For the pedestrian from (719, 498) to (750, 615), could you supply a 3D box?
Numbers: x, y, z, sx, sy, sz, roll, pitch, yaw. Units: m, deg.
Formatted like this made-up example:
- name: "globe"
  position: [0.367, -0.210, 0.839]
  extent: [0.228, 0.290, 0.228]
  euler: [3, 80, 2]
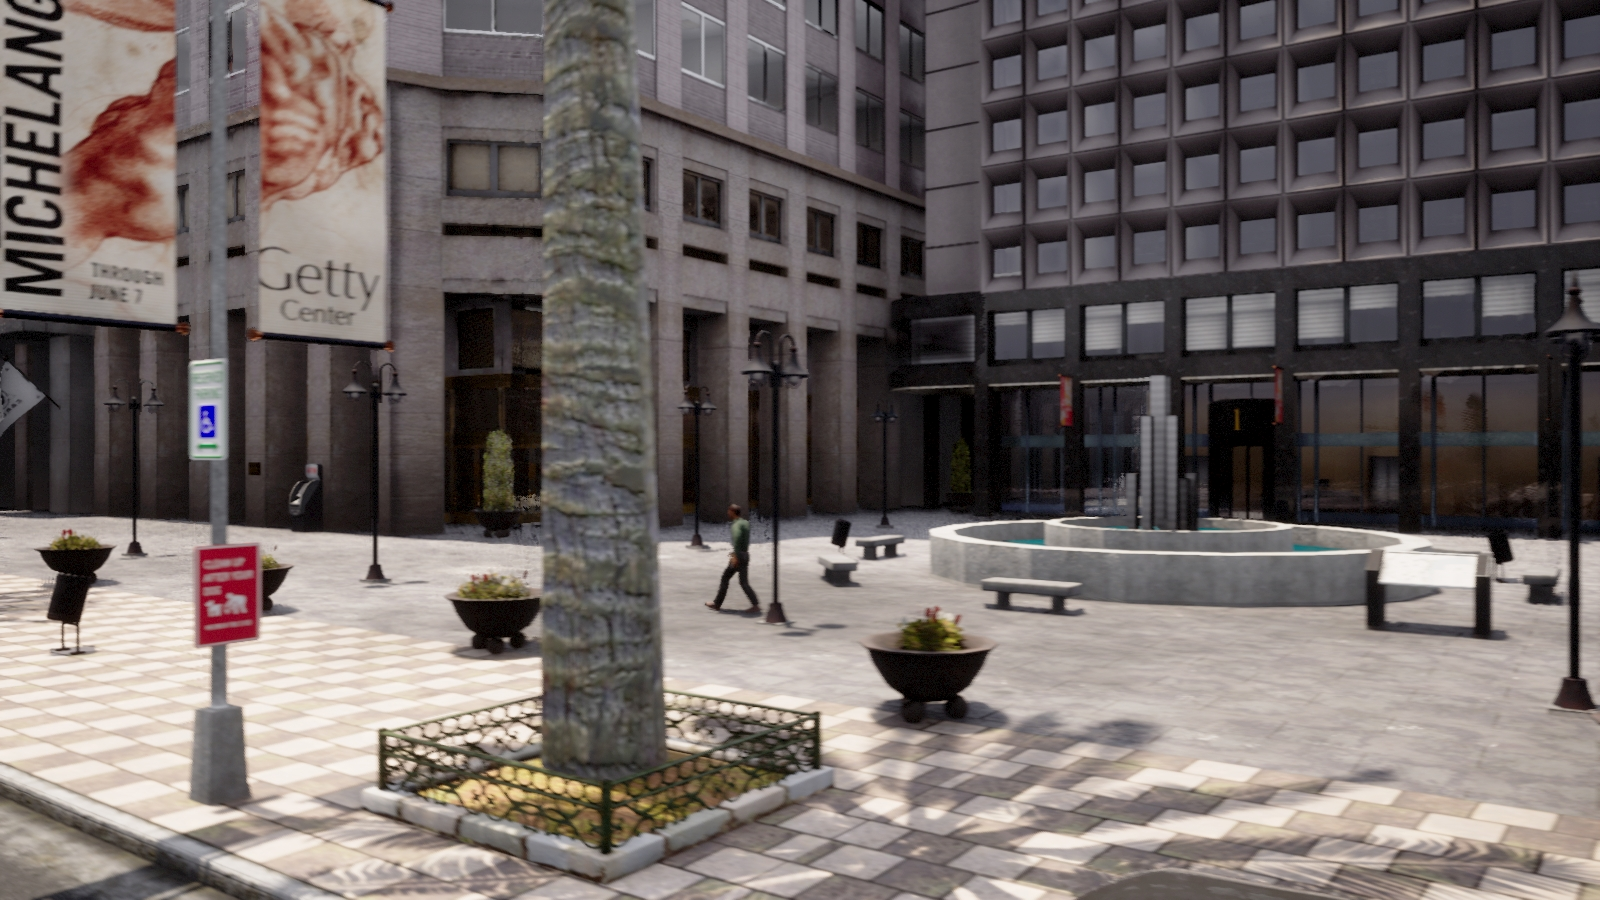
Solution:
- name: "pedestrian"
  position: [-1.060, 1.714, 18.548]
  extent: [0.375, 1.860, 0.375]
  euler: [0, 0, 24]
